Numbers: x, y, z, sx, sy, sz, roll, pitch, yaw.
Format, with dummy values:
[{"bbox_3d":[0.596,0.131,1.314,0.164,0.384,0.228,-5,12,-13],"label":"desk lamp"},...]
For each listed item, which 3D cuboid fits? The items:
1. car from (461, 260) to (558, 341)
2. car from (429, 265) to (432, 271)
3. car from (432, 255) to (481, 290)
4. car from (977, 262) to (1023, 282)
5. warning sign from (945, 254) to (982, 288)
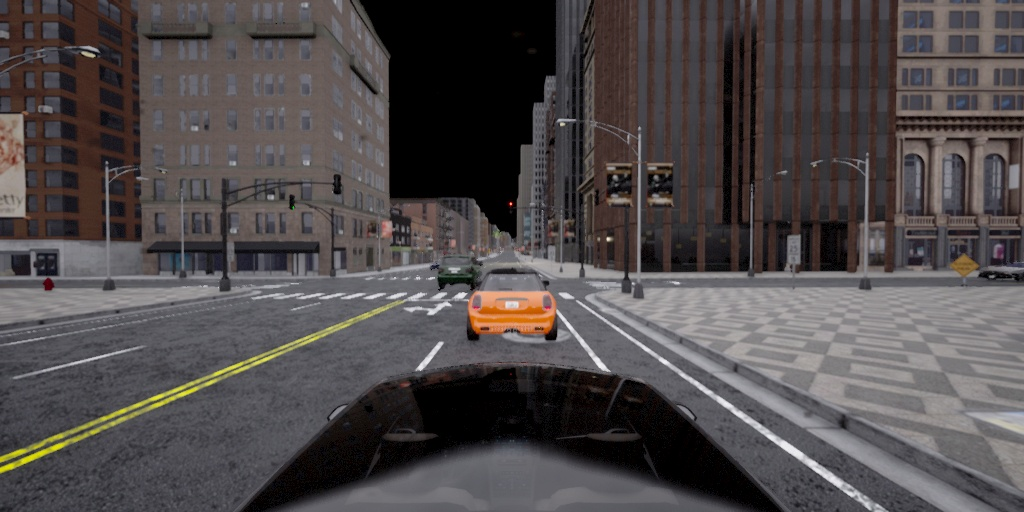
[{"bbox_3d":[0.011,1.100,10.058,2.097,1.767,4.553,0,0,0],"label":"car"},{"bbox_3d":[-9.835,1.366,48.526,1.895,1.301,4.718,0,0,0],"label":"car"},{"bbox_3d":[-3.161,0.970,22.447,2.150,2.045,5.566,0,0,0],"label":"car"},{"bbox_3d":[37.196,1.108,25.795,5.357,1.411,2.033,0,1,0],"label":"car"},{"bbox_3d":[25.181,0.824,19.959,1.060,1.860,1.300,0,0,0],"label":"warning sign"}]
